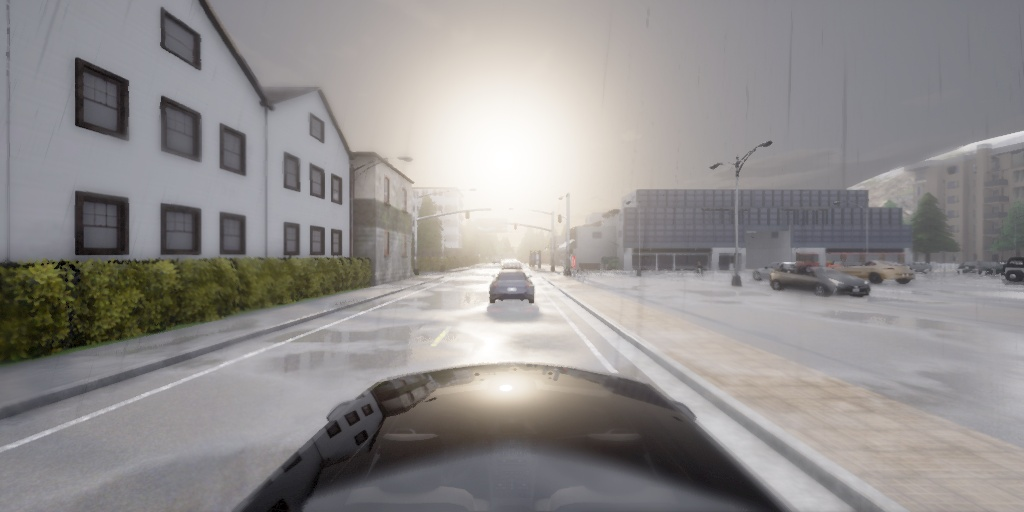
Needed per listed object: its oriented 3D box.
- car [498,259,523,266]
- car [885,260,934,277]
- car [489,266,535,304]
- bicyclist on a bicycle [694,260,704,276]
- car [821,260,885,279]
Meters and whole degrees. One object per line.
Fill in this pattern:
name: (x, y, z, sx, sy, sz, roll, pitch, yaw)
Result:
car: (0.000, 1.234, 31.500, 1.882, 1.535, 5.008, 0, 0, 0)
car: (47.894, 1.447, 43.424, 4.902, 1.511, 2.128, 0, 0, 0)
car: (0.000, 1.321, 16.500, 1.994, 1.385, 4.181, 0, 0, 0)
bicyclist on a bicycle: (18.714, 1.225, 35.966, 0.582, 1.620, 1.656, 0, 0, 0)
car: (37.873, 1.292, 39.898, 4.553, 1.767, 2.097, 0, 0, 0)
